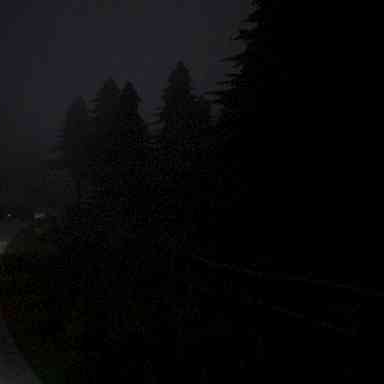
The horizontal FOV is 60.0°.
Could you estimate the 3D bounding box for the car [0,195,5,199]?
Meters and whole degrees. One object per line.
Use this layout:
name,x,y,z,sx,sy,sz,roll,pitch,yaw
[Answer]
car,-18.485,1.302,29.938,2.150,2.045,5.566,0,0,-11

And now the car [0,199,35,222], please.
car,-14.445,1.578,27.635,2.128,1.511,4.902,0,0,-14
